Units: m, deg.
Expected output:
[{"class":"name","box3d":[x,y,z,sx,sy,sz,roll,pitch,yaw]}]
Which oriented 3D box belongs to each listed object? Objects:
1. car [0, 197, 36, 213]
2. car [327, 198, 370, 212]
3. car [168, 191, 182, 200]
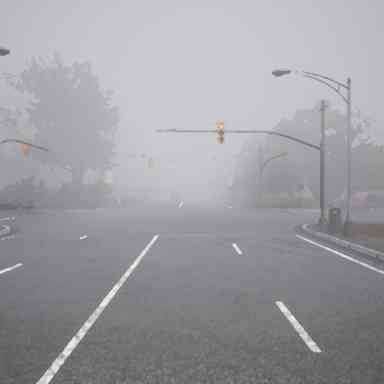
[{"class":"car","box3d":[-18.725,1.314,34.166,4.902,1.511,2.128,0,0,-3]},{"class":"car","box3d":[16.975,1.364,36.188,4.181,1.385,1.994,0,0,-3]},{"class":"car","box3d":[-4.047,0.806,80.020,2.150,2.045,5.566,0,1,-3]}]
